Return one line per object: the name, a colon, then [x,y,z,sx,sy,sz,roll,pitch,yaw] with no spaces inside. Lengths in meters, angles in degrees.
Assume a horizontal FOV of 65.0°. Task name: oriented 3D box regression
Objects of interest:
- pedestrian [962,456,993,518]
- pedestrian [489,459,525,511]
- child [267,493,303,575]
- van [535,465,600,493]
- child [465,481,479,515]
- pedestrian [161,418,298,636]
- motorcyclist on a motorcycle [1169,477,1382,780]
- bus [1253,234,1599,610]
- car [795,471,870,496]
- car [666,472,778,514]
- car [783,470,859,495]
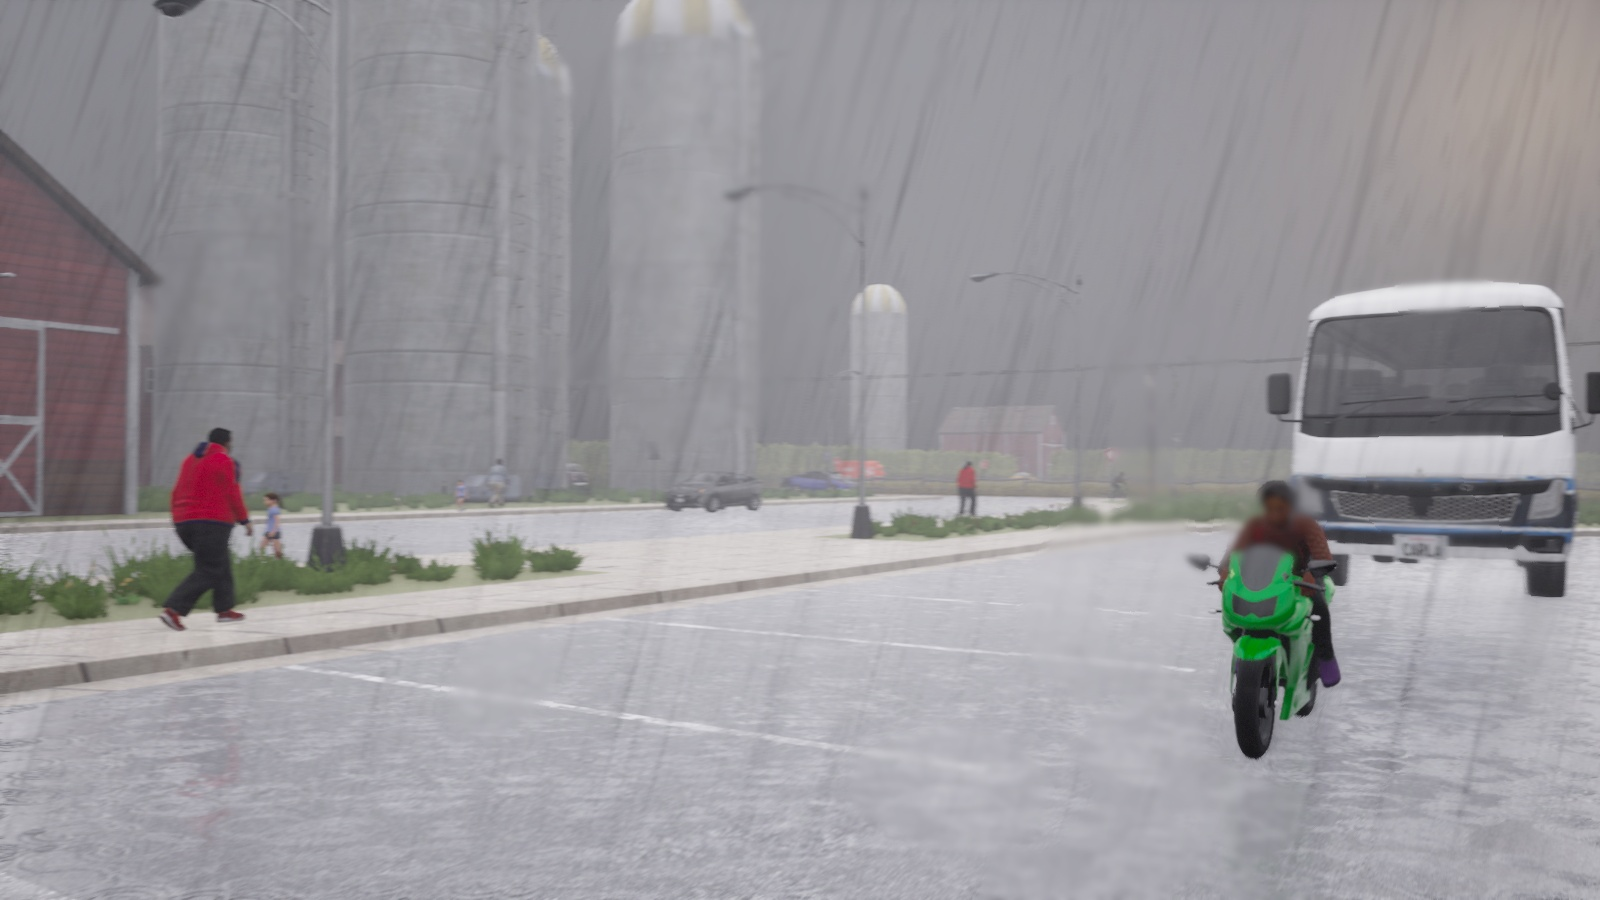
pedestrian: [5.388,1.122,38.109,0.634,1.844,0.899,-1,-1,31]
pedestrian: [-10.462,1.243,44.851,0.874,1.855,0.900,0,-1,20]
child: [-7.113,1.151,17.351,0.394,1.110,0.255,1,-1,-43]
van: [-17.398,2.151,93.923,4.480,2.038,2.069,0,-1,32]
child: [-10.782,1.563,41.237,0.255,1.110,0.394,0,-1,24]
pedestrian: [-5.062,0.662,11.176,0.634,1.844,0.899,-1,-1,31]
motorcyclist on a motorcycle: [2.873,0.924,7.444,0.797,1.523,2.044,-1,-1,32]
bus: [10.282,-0.231,19.508,3.944,4.253,10.273,-1,-1,32]
car: [2.104,2.161,81.535,4.514,1.525,2.007,-1,-1,33]
car: [-2.885,1.577,47.415,2.007,1.525,4.514,-1,-1,32]
car: [1.444,2.222,86.087,4.856,1.649,2.033,-1,-1,32]
